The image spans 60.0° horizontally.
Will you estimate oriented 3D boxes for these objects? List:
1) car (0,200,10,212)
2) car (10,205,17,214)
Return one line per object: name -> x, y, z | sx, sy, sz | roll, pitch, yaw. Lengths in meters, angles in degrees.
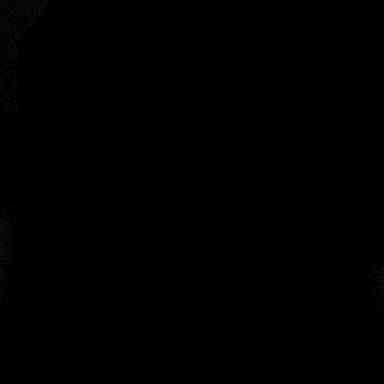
car -> -19.346, 1.183, 29.146 | 2.192, 1.841, 5.009 | 0, -1, 36
car -> -16.202, 1.526, 33.534 | 1.802, 1.307, 4.206 | 0, -1, 36
